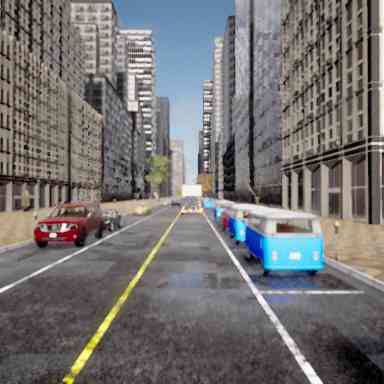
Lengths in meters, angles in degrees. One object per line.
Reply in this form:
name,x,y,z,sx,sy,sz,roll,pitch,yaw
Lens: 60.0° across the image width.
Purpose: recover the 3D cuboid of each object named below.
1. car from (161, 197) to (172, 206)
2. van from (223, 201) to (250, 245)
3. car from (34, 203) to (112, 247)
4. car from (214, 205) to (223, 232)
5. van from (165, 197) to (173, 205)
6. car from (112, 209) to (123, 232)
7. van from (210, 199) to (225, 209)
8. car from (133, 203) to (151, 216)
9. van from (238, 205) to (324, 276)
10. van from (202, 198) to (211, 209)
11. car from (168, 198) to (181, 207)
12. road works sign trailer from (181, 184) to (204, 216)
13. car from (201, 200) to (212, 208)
car,-5.751,2.305,72.670,1.752,1.417,4.829,0,-1,0
van,2.675,1.514,16.172,1.690,1.788,3.998,0,-1,0
car,-5.705,1.487,16.166,2.192,1.841,5.009,0,-1,0
car,2.671,1.777,21.837,1.887,1.381,4.507,0,-1,0
van,-5.760,2.246,84.178,1.690,1.788,3.998,0,-1,0
car,-5.709,1.783,21.832,2.008,1.369,4.403,0,-1,0
van,2.666,1.634,27.507,1.690,1.788,3.998,0,-1,0
car,-5.723,1.937,38.665,1.752,1.417,4.829,0,-1,0
van,2.684,1.454,10.506,1.690,1.788,3.998,0,-1,0
van,2.643,1.938,55.845,1.690,1.788,3.998,0,-1,0
car,-3.071,2.291,64.510,1.895,1.301,4.718,0,-1,0
road works sign trailer,-0.032,0.875,38.586,2.380,3.560,2.880,0,-1,0
car,2.638,2.186,61.680,1.752,1.417,4.829,0,-1,0
